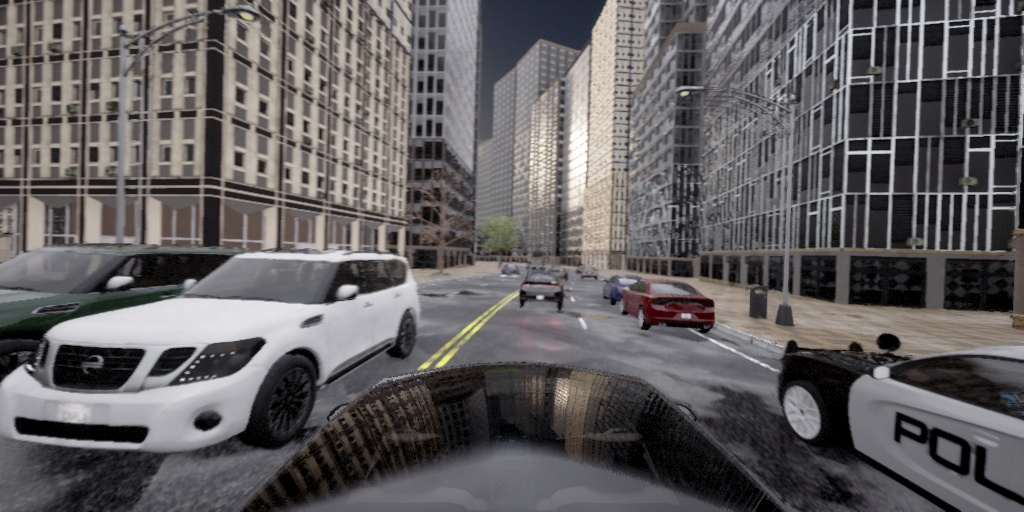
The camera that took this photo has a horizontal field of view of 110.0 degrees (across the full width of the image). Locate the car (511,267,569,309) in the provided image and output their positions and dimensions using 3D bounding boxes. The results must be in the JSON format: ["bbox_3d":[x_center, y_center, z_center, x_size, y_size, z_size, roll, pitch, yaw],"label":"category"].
[{"bbox_3d":[1.410,1.447,16.494,2.128,1.511,4.902,2,-1,7],"label":"car"}]

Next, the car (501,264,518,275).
[{"bbox_3d":[-0.169,1.742,46.807,1.812,1.442,4.674,2,-1,9],"label":"car"}]

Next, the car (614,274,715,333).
[{"bbox_3d":[4.976,1.503,12.151,1.882,1.535,5.008,2,-1,6],"label":"car"}]

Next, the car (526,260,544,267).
[{"bbox_3d":[3.133,1.551,46.744,2.150,2.045,5.566,2,-1,9],"label":"car"}]

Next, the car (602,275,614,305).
[{"bbox_3d":[5.684,1.639,17.959,1.812,1.442,4.674,2,-1,8],"label":"car"}]

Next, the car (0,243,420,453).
[{"bbox_3d":[-3.181,0.911,5.551,2.150,2.045,5.566,2,-1,5],"label":"car"}]

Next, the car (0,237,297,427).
[{"bbox_3d":[-6.419,0.811,5.814,2.150,2.045,5.566,2,-1,5],"label":"car"}]

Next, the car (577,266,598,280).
[{"bbox_3d":[9.017,2.025,42.002,2.033,1.411,5.357,2,-1,11],"label":"car"}]

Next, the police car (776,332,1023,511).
[{"bbox_3d":[4.131,1.315,2.546,1.930,1.638,5.238,2,-1,4],"label":"police car"}]

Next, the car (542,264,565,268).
[{"bbox_3d":[4.564,1.752,35.458,2.128,1.511,4.902,2,-1,11],"label":"car"}]

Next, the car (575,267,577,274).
[{"bbox_3d":[11.197,2.261,56.869,1.994,1.385,4.181,2,-1,6],"label":"car"}]
